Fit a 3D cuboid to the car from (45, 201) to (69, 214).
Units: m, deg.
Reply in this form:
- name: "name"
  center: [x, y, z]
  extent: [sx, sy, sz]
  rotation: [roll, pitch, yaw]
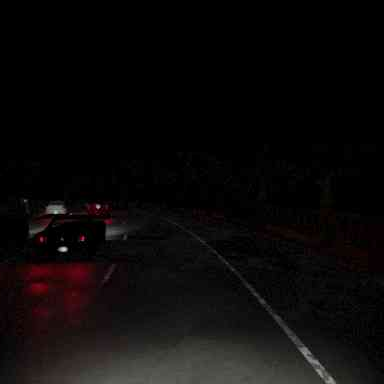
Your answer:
- name: "car"
  center: [-12.397, 1.525, 30.644]
  extent: [1.812, 1.442, 4.674]
  rotation: [0, 0, -18]

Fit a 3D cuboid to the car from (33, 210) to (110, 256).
- name: "car"
  center: [-4.600, 1.601, 13.256]
  extent: [1.895, 1.301, 4.718]
  rotation: [0, 0, -8]

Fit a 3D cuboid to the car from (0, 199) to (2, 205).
- name: "car"
  center: [-30.360, 1.477, 50.823]
  extent: [1.882, 1.535, 5.008]
  rotation: [0, 0, -34]

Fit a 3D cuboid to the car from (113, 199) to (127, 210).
- name: "car"
  center: [-9.610, 1.563, 42.505]
  extent: [1.994, 1.385, 4.181]
  rotation: [0, 0, -24]

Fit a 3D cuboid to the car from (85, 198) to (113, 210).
- name: "car"
  center: [-8.781, 1.352, 30.798]
  extent: [2.097, 1.767, 4.553]
  rotation: [0, 0, -17]

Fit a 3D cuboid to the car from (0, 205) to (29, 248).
- name: "car"
  center: [-8.220, 1.492, 13.456]
  extent: [2.128, 1.511, 4.902]
  rotation: [0, 0, -8]
